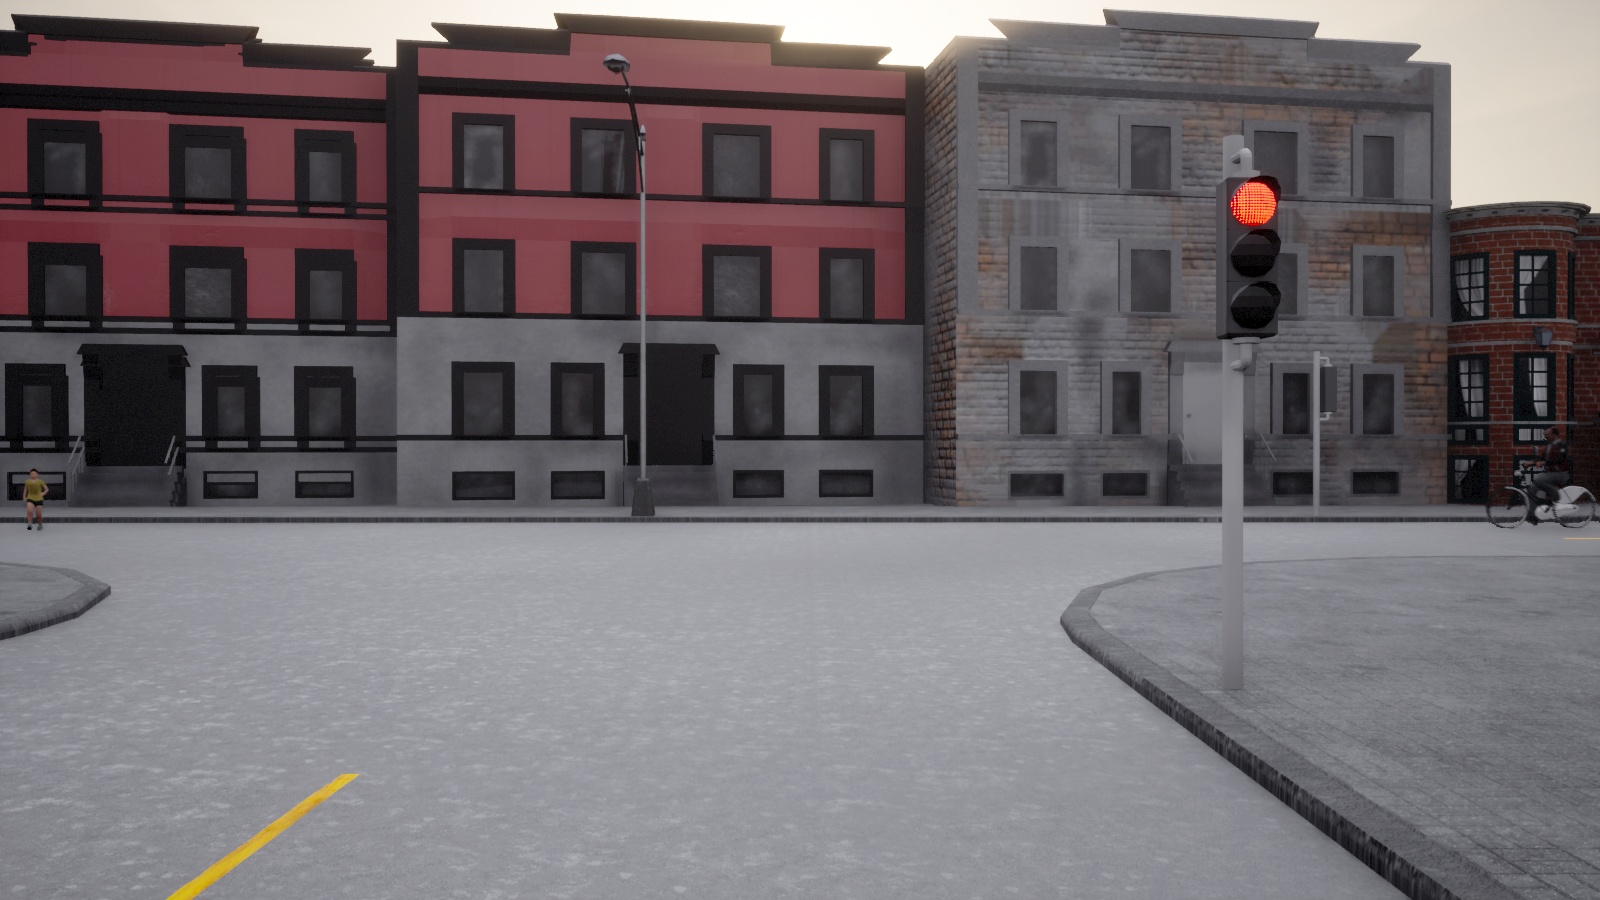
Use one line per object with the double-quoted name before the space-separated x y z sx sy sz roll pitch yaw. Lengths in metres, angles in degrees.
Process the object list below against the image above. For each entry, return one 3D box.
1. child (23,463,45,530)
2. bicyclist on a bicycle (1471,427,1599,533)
"child" -12.940 0.785 21.212 0.255 1.110 0.394 0 0 -23
"bicyclist on a bicycle" 12.557 0.506 21.435 1.843 1.776 0.659 0 0 0
